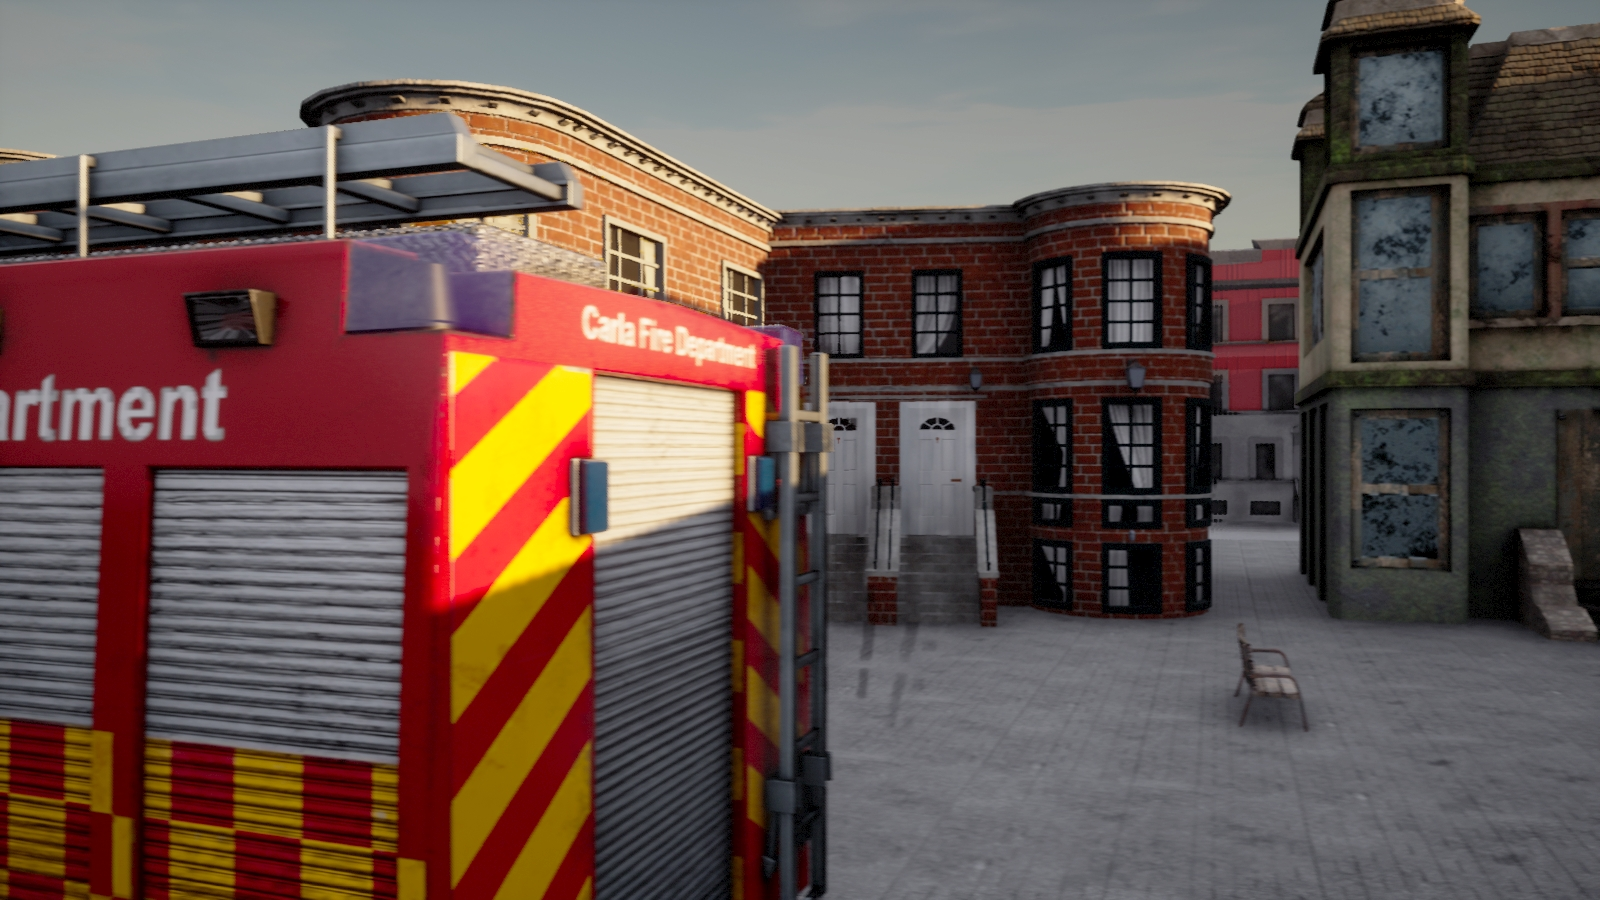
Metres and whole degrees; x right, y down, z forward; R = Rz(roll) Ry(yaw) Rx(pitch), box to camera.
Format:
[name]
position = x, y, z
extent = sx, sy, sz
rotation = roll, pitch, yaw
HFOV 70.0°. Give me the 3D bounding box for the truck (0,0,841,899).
[truck]
position = -4.280, 0.671, 5.439
extent = 8.468, 3.827, 2.891
rotation = 0, 0, 20
